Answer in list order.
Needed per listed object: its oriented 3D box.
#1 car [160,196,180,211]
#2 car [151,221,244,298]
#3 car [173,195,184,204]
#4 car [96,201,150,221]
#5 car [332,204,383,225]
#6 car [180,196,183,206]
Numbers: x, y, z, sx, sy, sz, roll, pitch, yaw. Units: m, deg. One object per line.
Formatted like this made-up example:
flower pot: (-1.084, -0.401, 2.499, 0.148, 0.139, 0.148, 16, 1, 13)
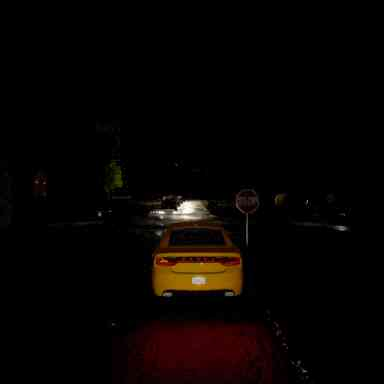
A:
car: (-2.789, 1.525, 41.487, 1.812, 1.442, 4.674, 0, 0, 0)
car: (0.077, 1.479, 8.603, 1.882, 1.535, 5.008, 0, 0, -1)
car: (-2.700, 1.471, 65.664, 1.882, 1.535, 5.008, 0, 0, 1)
car: (-5.553, 1.485, 27.239, 2.128, 1.511, 4.902, 1, 0, 36)
car: (12.998, 1.634, 24.599, 5.008, 1.535, 1.882, 1, -1, 0)
car: (-2.762, 1.523, 52.471, 1.812, 1.442, 4.674, 0, 0, 0)
